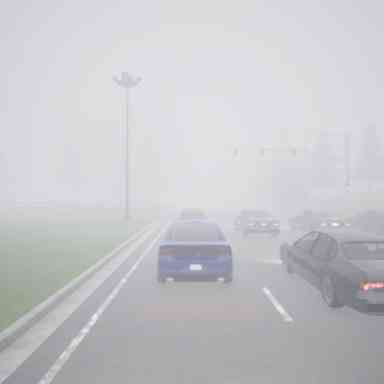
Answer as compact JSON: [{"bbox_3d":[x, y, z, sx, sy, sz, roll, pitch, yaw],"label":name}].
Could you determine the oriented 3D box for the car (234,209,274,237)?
[{"bbox_3d":[3.544,1.676,18.929,2.033,1.411,5.357,0,0,0],"label":"car"}]

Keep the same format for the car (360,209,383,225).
[{"bbox_3d":[10.541,1.675,18.803,2.033,1.411,5.357,0,0,1],"label":"car"}]

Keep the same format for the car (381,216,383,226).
[{"bbox_3d":[7.078,1.547,7.970,2.128,1.511,4.902,0,0,0],"label":"car"}]

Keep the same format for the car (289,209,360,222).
[{"bbox_3d":[7.050,1.676,18.940,2.033,1.411,5.357,0,0,-1],"label":"car"}]

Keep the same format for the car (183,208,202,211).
[{"bbox_3d":[0.041,1.705,20.729,1.994,1.385,4.181,0,0,0],"label":"car"}]

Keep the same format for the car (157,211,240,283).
[{"bbox_3d":[0.072,1.545,9.919,1.882,1.535,5.008,0,0,0],"label":"car"}]

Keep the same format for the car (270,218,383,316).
[{"bbox_3d":[3.579,1.602,7.910,2.033,1.411,5.357,0,0,0],"label":"car"}]
